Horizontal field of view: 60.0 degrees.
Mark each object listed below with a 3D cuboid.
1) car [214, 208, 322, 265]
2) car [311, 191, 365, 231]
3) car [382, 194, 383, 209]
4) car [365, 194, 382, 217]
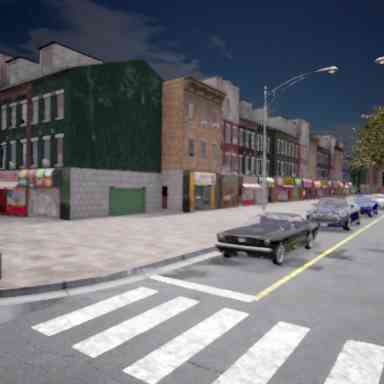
[{"bbox_3d":[2.664,1.391,11.128,1.895,1.301,4.718,1,1,35],"label":"car"},{"bbox_3d":[7.875,1.022,18.430,2.097,1.767,4.553,1,1,35],"label":"car"},{"bbox_3d":[18.966,0.963,33.944,1.812,1.442,4.674,1,1,36],"label":"car"},{"bbox_3d":[13.139,1.033,25.808,1.882,1.535,5.008,1,1,35],"label":"car"}]
